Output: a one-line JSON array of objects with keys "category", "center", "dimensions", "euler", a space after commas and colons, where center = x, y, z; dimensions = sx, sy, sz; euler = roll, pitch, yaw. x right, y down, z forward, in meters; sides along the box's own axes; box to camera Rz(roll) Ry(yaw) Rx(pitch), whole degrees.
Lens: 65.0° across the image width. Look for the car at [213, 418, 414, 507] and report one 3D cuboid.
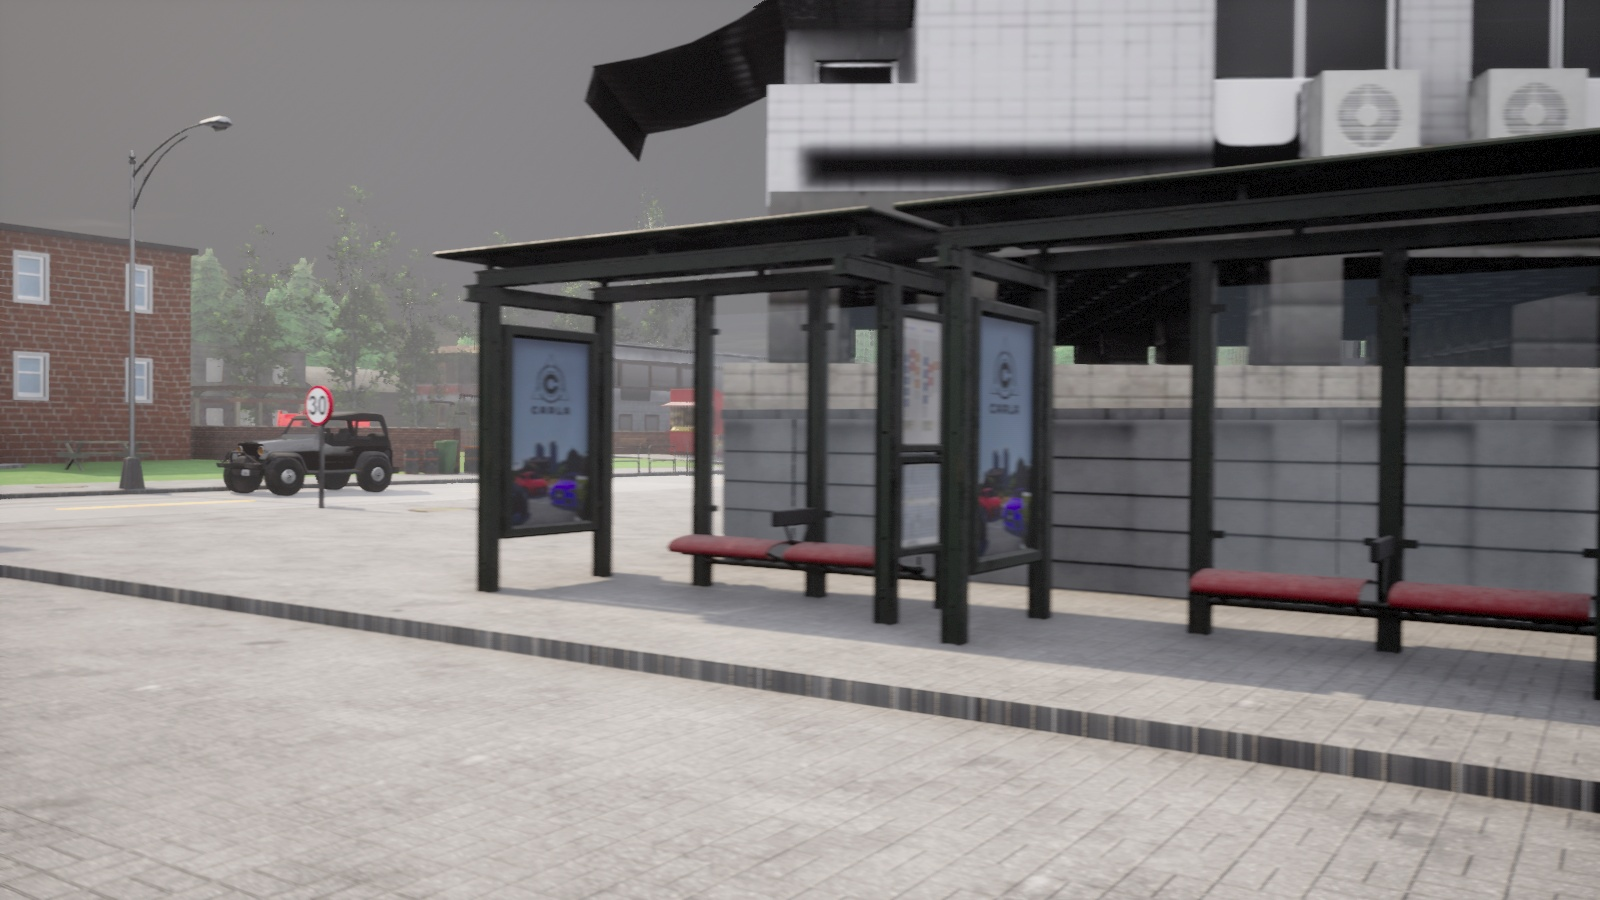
[{"category": "car", "center": [-11.034, 0.235, 28.729], "dimensions": [1.905, 1.878, 3.866], "euler": [0, 1, 34]}]
